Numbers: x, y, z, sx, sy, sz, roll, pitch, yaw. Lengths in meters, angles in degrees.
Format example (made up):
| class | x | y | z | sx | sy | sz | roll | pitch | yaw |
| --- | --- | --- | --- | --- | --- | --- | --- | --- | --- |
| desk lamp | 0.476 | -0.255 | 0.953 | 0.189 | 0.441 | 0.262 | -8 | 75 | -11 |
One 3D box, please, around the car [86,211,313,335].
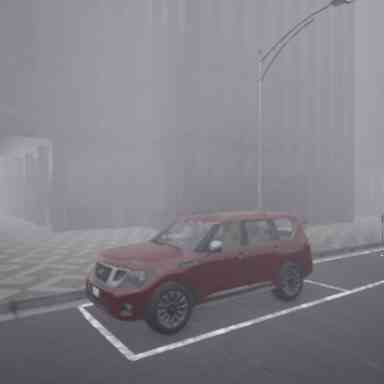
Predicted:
| class | x | y | z | sx | sy | sz | roll | pitch | yaw |
| --- | --- | --- | --- | --- | --- | --- | --- | --- | --- |
| car | 0.457 | 1.356 | 6.975 | 5.009 | 1.841 | 2.192 | 1 | 0 | -35 |
